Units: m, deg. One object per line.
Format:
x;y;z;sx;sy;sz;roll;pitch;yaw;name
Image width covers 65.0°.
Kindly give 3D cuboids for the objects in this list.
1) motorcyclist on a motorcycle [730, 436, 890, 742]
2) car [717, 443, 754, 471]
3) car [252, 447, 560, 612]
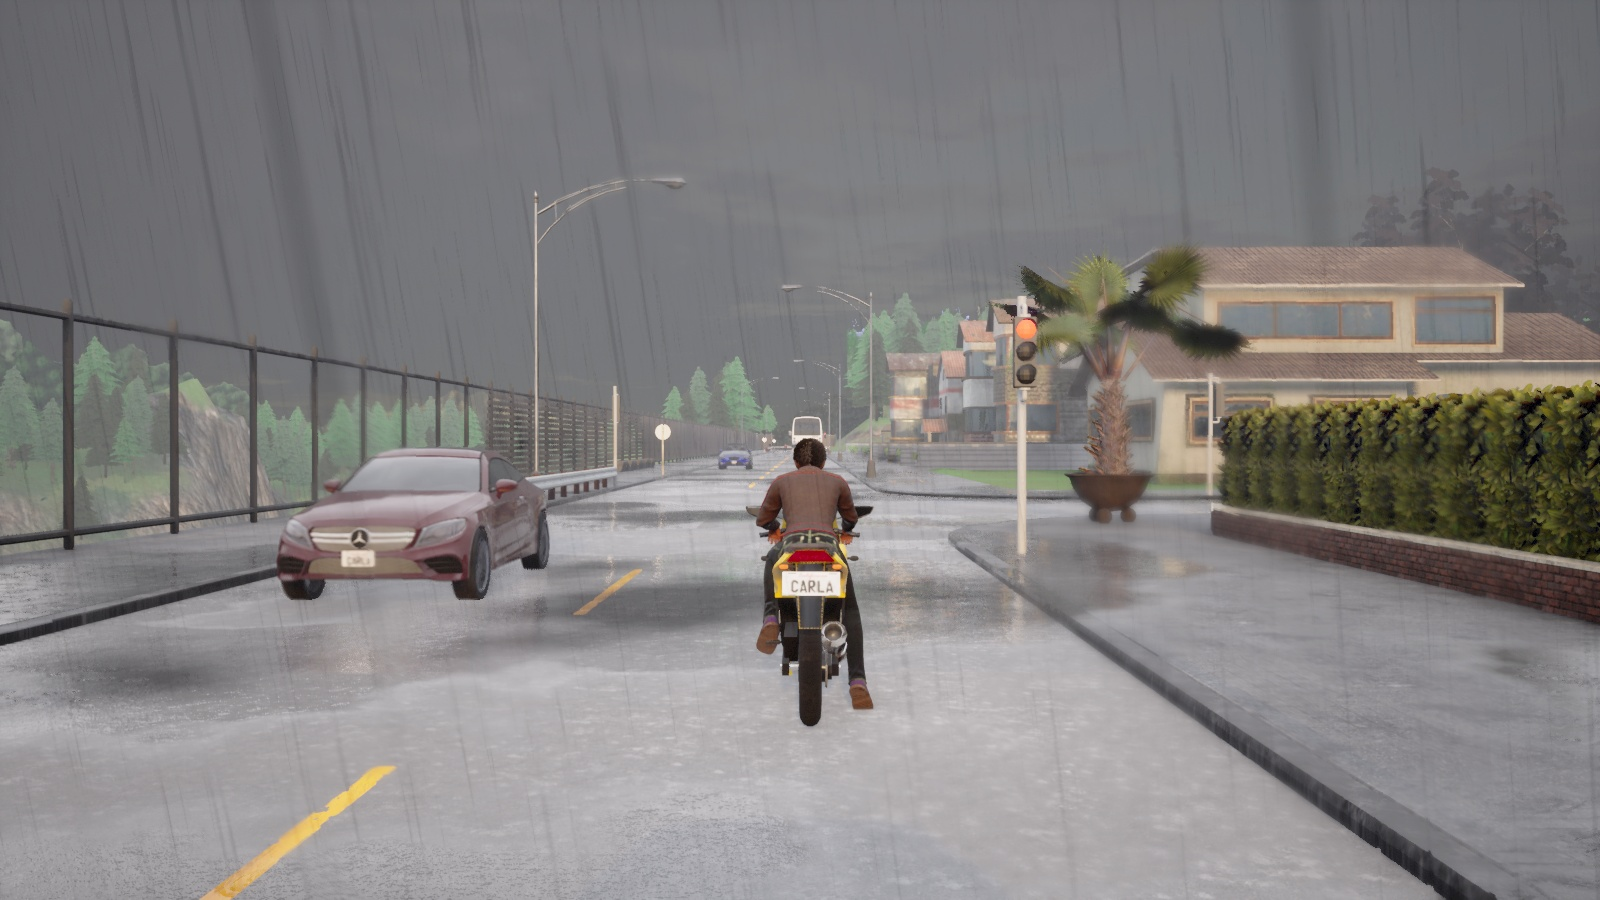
0.056;0.688;7.269;0.797;1.523;2.044;0;0;0;motorcyclist on a motorcycle
-3.591;0.361;70.168;1.816;1.474;4.193;0;0;0;car
-3.927;0.693;13.431;1.812;1.442;4.674;0;0;0;car
